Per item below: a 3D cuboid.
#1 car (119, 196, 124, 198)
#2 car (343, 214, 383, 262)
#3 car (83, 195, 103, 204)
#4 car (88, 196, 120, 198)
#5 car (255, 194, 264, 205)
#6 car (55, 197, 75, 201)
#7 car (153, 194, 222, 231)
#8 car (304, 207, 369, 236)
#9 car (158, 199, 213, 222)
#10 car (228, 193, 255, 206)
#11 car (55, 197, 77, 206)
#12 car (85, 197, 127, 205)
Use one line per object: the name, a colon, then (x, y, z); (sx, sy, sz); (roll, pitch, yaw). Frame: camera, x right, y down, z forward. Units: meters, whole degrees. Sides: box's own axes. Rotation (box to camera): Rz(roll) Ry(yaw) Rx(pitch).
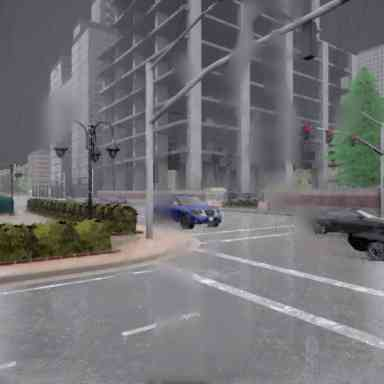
car: (-12.571, 1.434, 55.634); (2.128, 1.511, 4.902); (0, 0, -36)
car: (7.386, 1.583, 9.962); (1.895, 1.301, 4.718); (0, 0, -36)
car: (-19.444, 1.435, 65.103); (2.128, 1.511, 4.902); (0, 0, -36)
car: (-11.334, 1.492, 41.690); (2.033, 1.411, 5.357); (0, 0, -36)
car: (9.485, 1.112, 52.365); (1.905, 1.878, 3.866); (0, 0, -36)
car: (-16.874, 1.470, 43.389); (1.812, 1.442, 4.674); (0, 0, -36)
car: (-0.539, 1.167, 20.867); (2.150, 2.045, 5.566); (0, 0, -36)
car: (8.065, 1.513, 16.792); (4.674, 1.442, 1.812); (0, 0, 38)
car: (-0.632, 1.421, 26.948); (1.882, 1.535, 5.008); (0, 0, -36)
car: (7.095, 1.113, 50.650); (1.905, 1.878, 3.866); (0, 0, -36)
car: (-20.744, 1.493, 54.804); (2.033, 1.411, 5.357); (0, 0, -36)
car: (-8.254, 1.492, 31.484); (2.033, 1.411, 5.357); (0, 0, -36)
